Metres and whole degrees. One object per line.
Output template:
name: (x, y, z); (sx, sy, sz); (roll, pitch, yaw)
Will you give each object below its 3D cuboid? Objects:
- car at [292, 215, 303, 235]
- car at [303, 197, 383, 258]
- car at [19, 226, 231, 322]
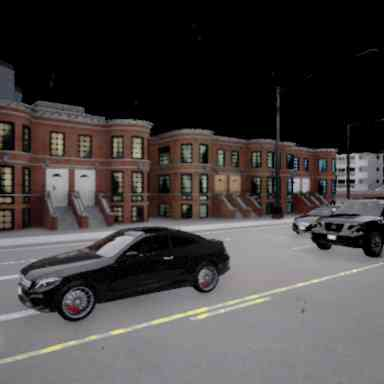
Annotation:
car: (7.409, 1.509, 17.770); (4.902, 1.511, 2.128); (0, 0, -35)
car: (7.151, 1.235, 13.272); (5.566, 2.045, 2.150); (0, 0, -36)
car: (-1.210, 1.529, 7.370); (4.674, 1.442, 1.812); (0, 0, -35)
